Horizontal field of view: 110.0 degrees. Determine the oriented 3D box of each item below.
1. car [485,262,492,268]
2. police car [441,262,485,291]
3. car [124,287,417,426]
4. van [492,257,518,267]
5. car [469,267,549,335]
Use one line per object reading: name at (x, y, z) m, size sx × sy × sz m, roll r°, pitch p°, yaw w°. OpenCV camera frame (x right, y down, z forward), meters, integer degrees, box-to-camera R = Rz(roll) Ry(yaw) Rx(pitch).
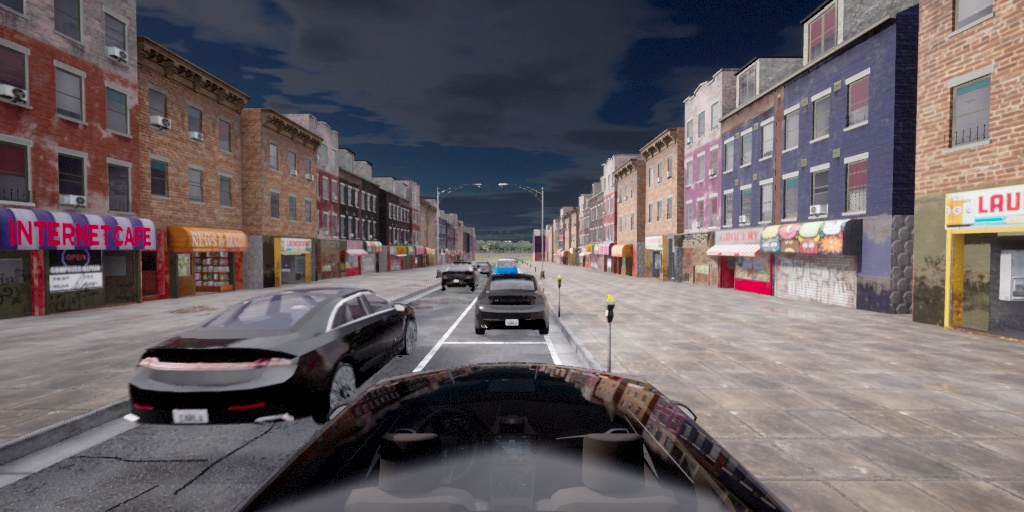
car at (-2.920, 1.285, 35.752) m, size 2.033 × 1.411 × 5.357 m, roll 0°, pitch 0°, yaw 0°
police car at (-3.019, 1.167, 22.048) m, size 1.930 × 1.638 × 5.238 m, roll 0°, pitch 0°, yaw 0°
car at (-2.925, 1.240, 5.686) m, size 2.128 × 1.511 × 4.902 m, roll 0°, pitch 0°, yaw 0°
van at (-0.383, 1.081, 27.392) m, size 1.690 × 1.789 × 3.998 m, roll 0°, pitch 0°, yaw 0°
car at (0.000, 1.250, 10.502) m, size 1.837 × 1.490 × 4.892 m, roll 0°, pitch 0°, yaw 0°
